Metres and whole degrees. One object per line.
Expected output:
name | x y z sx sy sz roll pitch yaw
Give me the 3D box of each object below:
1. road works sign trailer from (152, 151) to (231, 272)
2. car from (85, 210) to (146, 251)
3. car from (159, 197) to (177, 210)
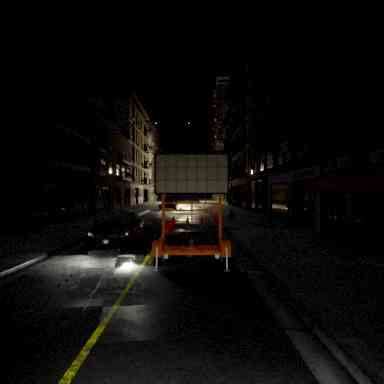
road works sign trailer | -0.006 0.467 10.818 2.380 3.560 2.880 0 0 0
car | -3.115 1.530 14.349 1.812 1.442 4.674 0 0 0
car | -3.042 1.388 42.313 2.097 1.767 4.553 0 0 0
